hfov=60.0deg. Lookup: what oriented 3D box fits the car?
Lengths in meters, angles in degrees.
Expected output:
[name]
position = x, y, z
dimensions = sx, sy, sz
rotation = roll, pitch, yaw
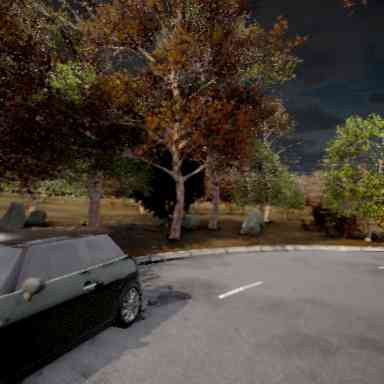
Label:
[car]
position = -2.554, 1.352, 4.520
dimensions = 2.097, 1.767, 4.553
rotation = 1, -1, 21
